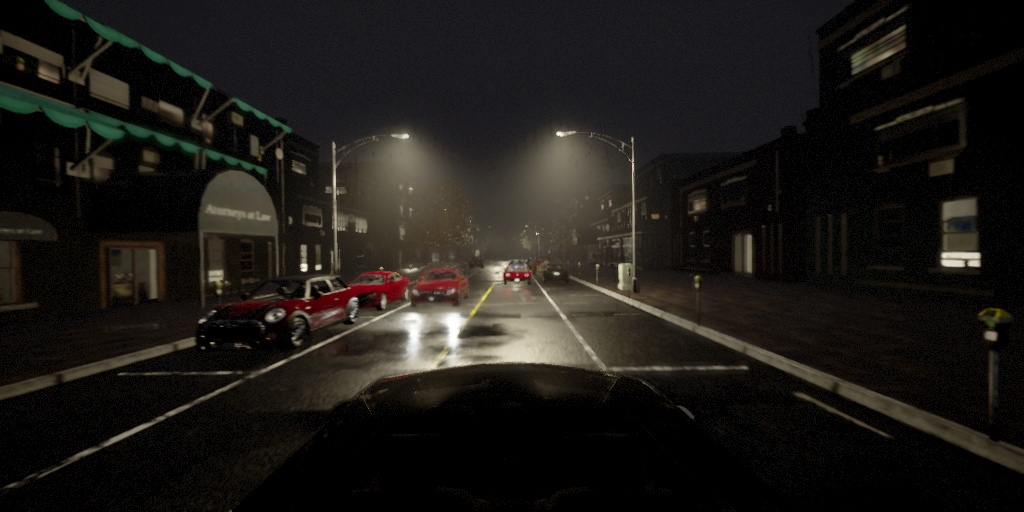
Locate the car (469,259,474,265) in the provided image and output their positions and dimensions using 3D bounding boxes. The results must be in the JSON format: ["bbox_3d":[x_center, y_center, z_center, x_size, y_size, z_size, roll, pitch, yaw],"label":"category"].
[{"bbox_3d":[-5.280,1.284,36.824,1.802,1.307,4.207,0,0,1],"label":"car"}]

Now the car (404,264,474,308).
[{"bbox_3d":[-2.907,1.269,15.346,1.812,1.442,4.674,-1,0,0],"label":"car"}]

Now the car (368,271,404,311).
[{"bbox_3d":[-5.507,1.326,14.632,1.888,1.381,4.507,0,0,1],"label":"car"}]

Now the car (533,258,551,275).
[{"bbox_3d":[3.045,1.134,31.361,1.751,1.417,4.829,0,0,1],"label":"car"}]

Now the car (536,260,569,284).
[{"bbox_3d":[2.986,1.194,25.644,1.948,1.339,4.313,0,0,1],"label":"car"}]

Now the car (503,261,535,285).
[{"bbox_3d":[0.366,1.265,25.407,1.895,1.301,4.718,-1,0,1],"label":"car"}]

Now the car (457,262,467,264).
[{"bbox_3d":[-5.337,1.272,31.276,2.007,1.370,4.403,0,0,1],"label":"car"}]

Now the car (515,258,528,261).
[{"bbox_3d":[0.453,1.169,37.596,2.033,1.411,5.357,-1,0,1],"label":"car"}]

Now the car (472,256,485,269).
[{"bbox_3d":[-5.110,0.957,53.468,2.192,1.841,5.009,0,0,1],"label":"car"}]

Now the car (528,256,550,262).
[{"bbox_3d":[3.099,0.903,36.740,2.192,1.841,5.009,0,0,1],"label":"car"}]

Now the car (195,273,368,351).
[{"bbox_3d":[-5.564,1.240,9.084,1.967,1.591,4.097,0,0,1],"label":"car"}]
